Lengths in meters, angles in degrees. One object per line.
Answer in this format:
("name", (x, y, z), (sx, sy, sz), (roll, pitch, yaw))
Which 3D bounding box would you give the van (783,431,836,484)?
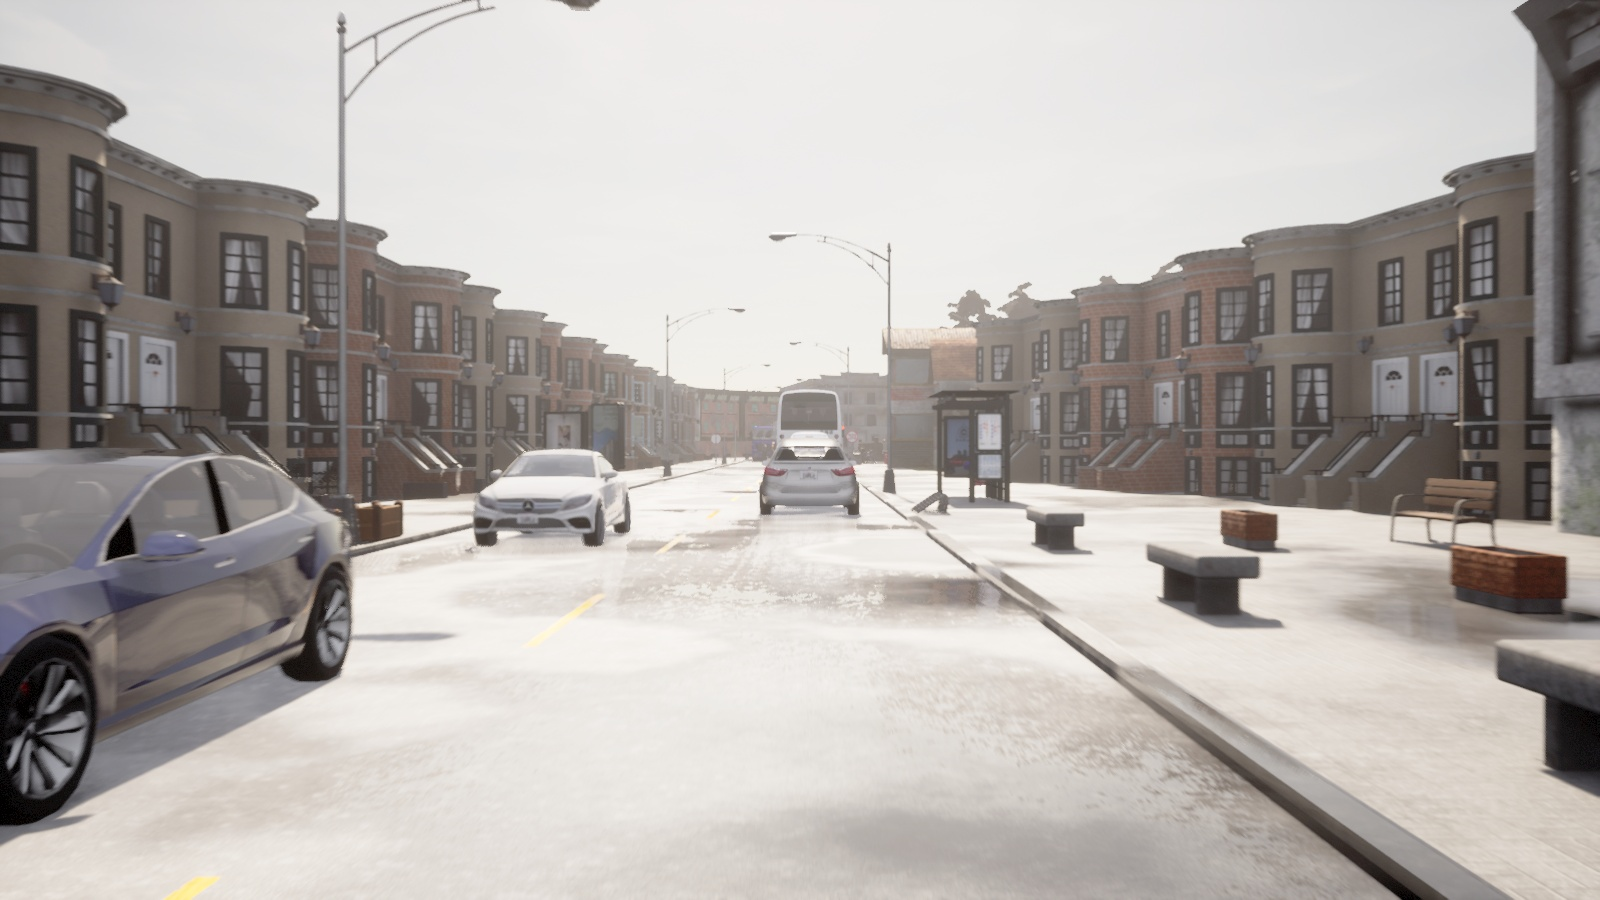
("van", (0.378, 0.295, 50.468), (2.069, 2.038, 4.480), (0, 0, 0))

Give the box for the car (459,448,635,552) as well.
("car", (-3.851, 0.700, 19.907), (1.812, 1.442, 4.674), (0, 0, 0))

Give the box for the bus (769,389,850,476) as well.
("bus", (0.497, -0.861, 66.410), (3.944, 4.253, 10.273), (0, 0, 0))

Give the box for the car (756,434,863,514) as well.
("car", (0.213, 0.493, 28.584), (2.242, 1.667, 4.611), (0, 0, 0))

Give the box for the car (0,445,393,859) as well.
("car", (-3.947, 0.721, 6.393), (2.163, 1.488, 4.792), (0, 0, 0))
